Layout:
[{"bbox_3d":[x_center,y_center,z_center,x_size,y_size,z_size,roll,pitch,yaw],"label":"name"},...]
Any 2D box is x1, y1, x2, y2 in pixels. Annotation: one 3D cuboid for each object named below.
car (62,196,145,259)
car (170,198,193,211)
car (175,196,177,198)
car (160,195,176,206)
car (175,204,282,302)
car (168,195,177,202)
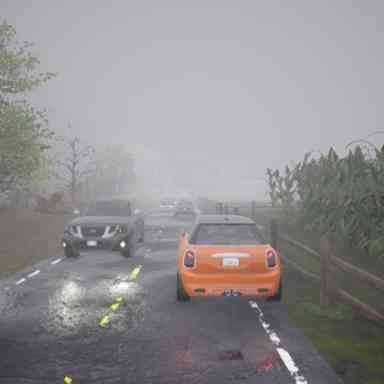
[{"bbox_3d":[-3.135,1.215,12.979,2.150,2.045,5.566,0,0,-1],"label":"car"},{"bbox_3d":[-0.633,1.523,30.595,2.033,1.411,5.357,0,0,-1],"label":"car"},{"bbox_3d":[-0.921,1.518,44.934,1.994,1.385,4.181,0,0,-1],"label":"car"},{"bbox_3d":[-4.019,1.482,53.634,2.033,1.411,5.357,0,0,-1],"label":"car"},{"bbox_3d":[0.716,1.348,8.437,2.097,1.767,4.553,0,0,-1],"label":"car"},{"bbox_3d":[-4.385,1.354,74.549,1.882,1.535,5.008,0,0,-1],"label":"car"}]
